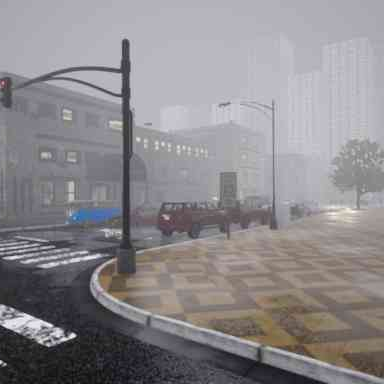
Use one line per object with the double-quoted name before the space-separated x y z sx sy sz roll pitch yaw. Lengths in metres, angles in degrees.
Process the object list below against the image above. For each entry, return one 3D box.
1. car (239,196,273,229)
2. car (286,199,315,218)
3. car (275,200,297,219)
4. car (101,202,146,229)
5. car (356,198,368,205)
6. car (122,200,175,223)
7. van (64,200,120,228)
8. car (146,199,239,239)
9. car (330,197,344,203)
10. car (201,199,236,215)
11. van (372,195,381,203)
"car" 3.390 1.365 22.263 2.192 1.841 5.009 -1 -1 35
"car" 9.782 1.654 31.273 1.947 1.339 4.313 -1 -1 35
"car" 6.587 1.613 26.767 1.887 1.381 4.507 -1 -1 35
"car" -3.608 1.625 22.395 1.994 1.385 4.181 0 0 35
"car" 32.150 1.799 62.816 2.008 1.369 4.403 -1 -1 35
"car" -3.447 1.526 27.107 1.967 1.590 4.097 -1 0 35
"van" -6.642 1.409 22.602 1.690 1.788 3.998 -1 0 35
"car" 0.195 1.347 17.757 2.192 1.841 5.009 -1 0 35
"car" 34.899 1.910 81.179 2.008 1.369 4.403 -1 -1 35
"car" 2.945 1.564 36.120 1.967 1.590 4.097 -1 -1 35
"van" 44.931 1.692 80.843 1.690 1.788 3.998 -1 -1 35
